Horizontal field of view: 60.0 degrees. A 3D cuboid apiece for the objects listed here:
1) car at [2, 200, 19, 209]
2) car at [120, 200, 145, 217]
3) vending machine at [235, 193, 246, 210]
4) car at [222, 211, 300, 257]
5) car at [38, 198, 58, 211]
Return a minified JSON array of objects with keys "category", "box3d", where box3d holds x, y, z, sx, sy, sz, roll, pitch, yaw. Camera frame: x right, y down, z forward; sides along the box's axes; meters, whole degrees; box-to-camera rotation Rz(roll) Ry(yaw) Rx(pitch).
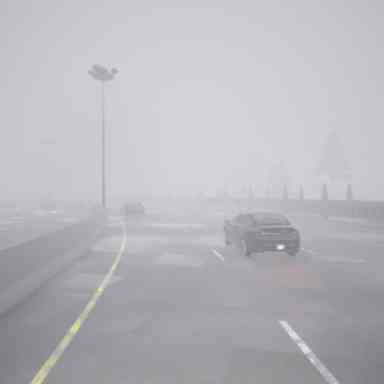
[{"category":"car","box3d":[-28.518,1.892,52.264,1.994,1.385,4.181,0,0,-36]},{"category":"car","box3d":[-5.767,1.557,32.098,2.128,1.511,4.902,0,0,-19]},{"category":"vending machine","box3d":[6.255,1.189,42.531,1.100,2.100,0.880,0,0,-23]},{"category":"car","box3d":[2.482,1.496,12.927,1.837,1.490,4.892,0,0,-8]},{"category":"car","box3d":[-19.338,1.559,44.560,2.097,1.767,4.553,0,0,-30]}]
